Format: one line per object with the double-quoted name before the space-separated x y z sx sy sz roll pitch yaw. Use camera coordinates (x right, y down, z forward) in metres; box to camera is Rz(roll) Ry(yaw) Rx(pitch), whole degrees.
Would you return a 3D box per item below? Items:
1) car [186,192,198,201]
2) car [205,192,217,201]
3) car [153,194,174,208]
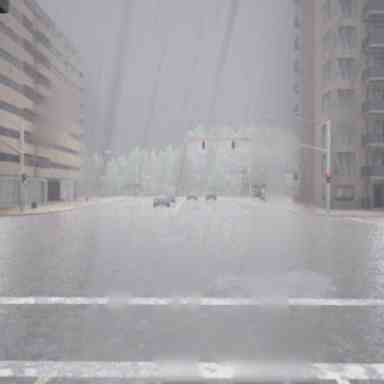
"car" 0.027 0.804 61.326 1.812 1.442 4.674 0 1 0
"car" 3.527 0.783 61.324 1.837 1.490 4.892 0 1 0
"car" -3.551 1.054 40.023 1.812 1.442 4.674 0 1 0
